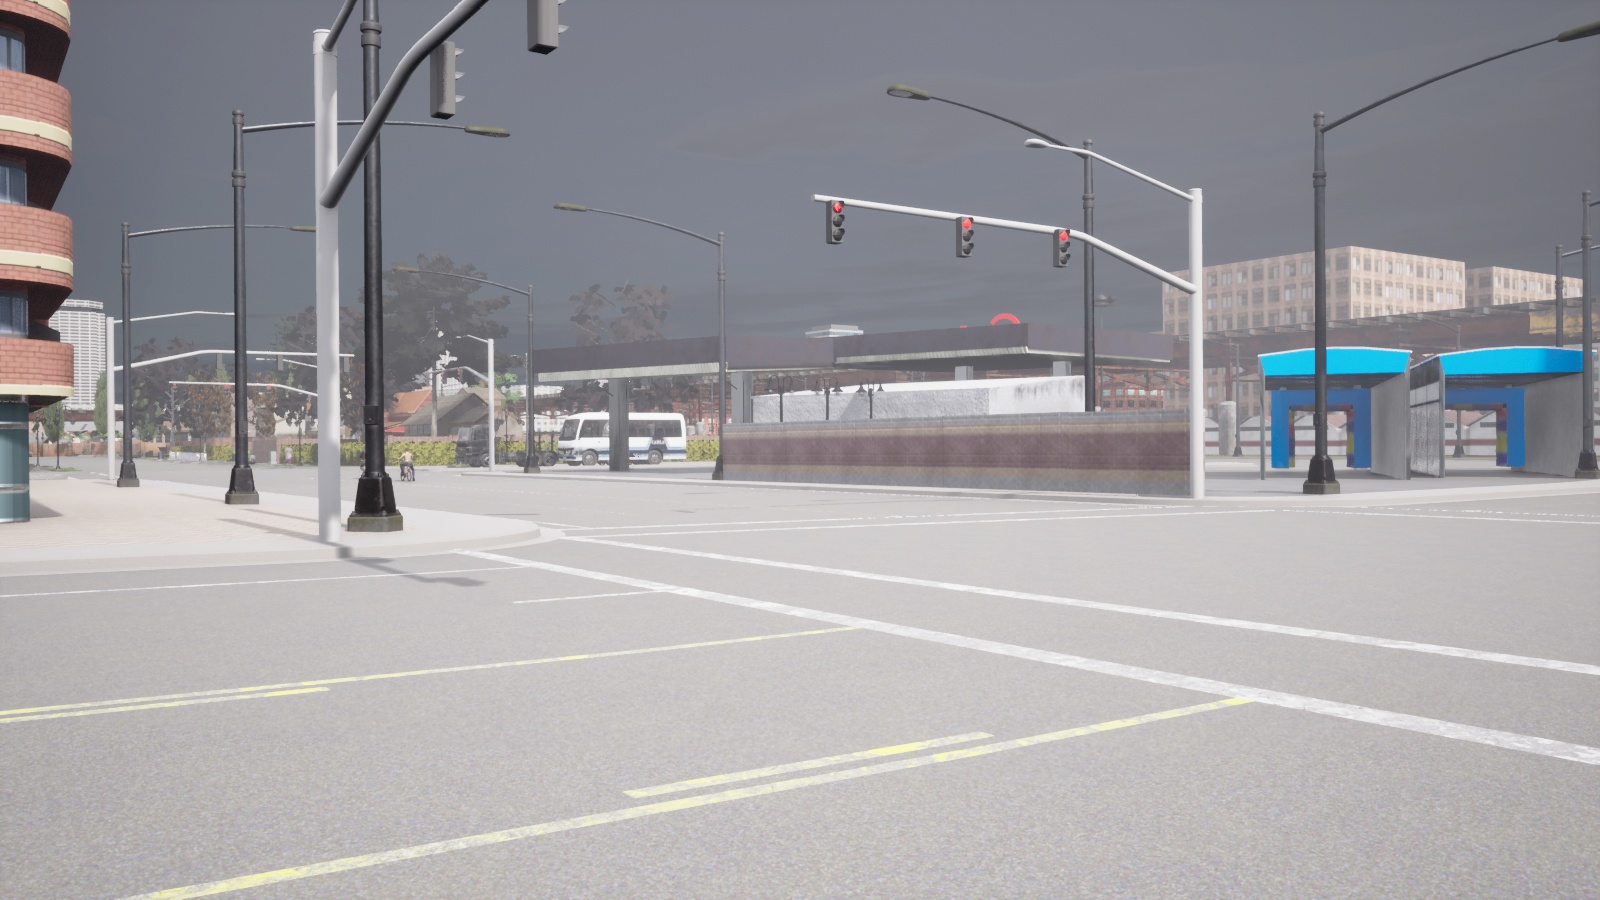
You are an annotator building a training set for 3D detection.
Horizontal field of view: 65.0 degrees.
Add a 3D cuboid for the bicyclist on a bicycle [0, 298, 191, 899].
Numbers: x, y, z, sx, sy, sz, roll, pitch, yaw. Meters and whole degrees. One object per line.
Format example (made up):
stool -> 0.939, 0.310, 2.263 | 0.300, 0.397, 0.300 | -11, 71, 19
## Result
bicyclist on a bicycle -> -2.100, 0.623, 2.117 | 1.843, 1.776, 0.659 | 0, 0, -36
